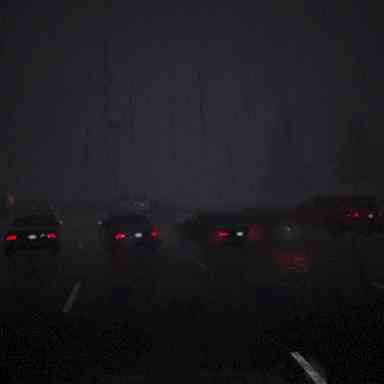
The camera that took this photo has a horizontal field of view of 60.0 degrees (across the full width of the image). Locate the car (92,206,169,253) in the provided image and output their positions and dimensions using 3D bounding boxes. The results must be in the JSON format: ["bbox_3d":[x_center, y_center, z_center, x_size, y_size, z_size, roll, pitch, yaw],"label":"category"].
[{"bbox_3d":[-2.785,1.559,13.934,2.033,1.411,5.357,0,0,-21],"label":"car"}]

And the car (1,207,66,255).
[{"bbox_3d":[-6.382,1.580,13.601,2.033,1.411,5.357,0,0,-22],"label":"car"}]

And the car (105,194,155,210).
[{"bbox_3d":[-6.484,1.249,32.900,2.150,2.045,5.566,0,0,-43],"label":"car"}]

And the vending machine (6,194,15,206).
[{"bbox_3d":[-32.698,1.367,60.017,0.880,2.100,1.100,0,0,32],"label":"vending machine"}]

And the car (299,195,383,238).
[{"bbox_3d":[7.162,1.175,17.592,2.150,2.045,5.566,0,0,-20],"label":"car"}]

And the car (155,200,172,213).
[{"bbox_3d":[-3.907,1.576,35.160,1.994,1.385,4.181,0,0,-43],"label":"car"}]

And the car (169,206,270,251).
[{"bbox_3d":[0.843,1.538,14.120,2.033,1.411,5.357,0,0,-20],"label":"car"}]

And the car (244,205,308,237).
[{"bbox_3d":[3.485,1.479,17.285,1.837,1.490,4.892,0,0,-21],"label":"car"}]

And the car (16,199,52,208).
[{"bbox_3d":[-14.720,1.428,30.691,4.553,1.767,2.097,0,0,42],"label":"car"}]

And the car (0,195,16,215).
[{"bbox_3d":[-17.874,1.316,28.962,5.566,2.045,2.150,0,0,39],"label":"car"}]

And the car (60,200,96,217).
[{"bbox_3d":[-11.126,1.546,32.178,4.902,1.511,2.128,0,0,44],"label":"car"}]
